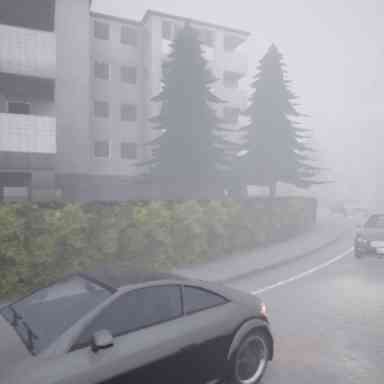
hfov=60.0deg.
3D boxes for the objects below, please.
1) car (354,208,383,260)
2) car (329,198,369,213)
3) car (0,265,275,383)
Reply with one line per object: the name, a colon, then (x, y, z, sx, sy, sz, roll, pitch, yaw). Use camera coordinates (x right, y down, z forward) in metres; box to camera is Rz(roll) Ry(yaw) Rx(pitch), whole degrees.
car: (7.305, 1.567, 12.263, 2.128, 1.511, 4.902, -1, -1, 35)
car: (14.019, 1.268, 29.830, 2.097, 1.767, 4.553, 0, 0, 2)
car: (-0.978, 1.603, 3.645, 4.181, 1.385, 1.994, 0, -1, -40)
